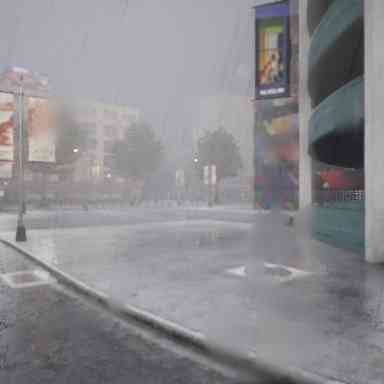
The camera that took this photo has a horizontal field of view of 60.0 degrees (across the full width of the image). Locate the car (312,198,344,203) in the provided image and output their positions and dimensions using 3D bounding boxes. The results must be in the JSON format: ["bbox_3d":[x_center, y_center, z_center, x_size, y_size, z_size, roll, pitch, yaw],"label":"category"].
[{"bbox_3d":[15.983,1.505,40.249,4.674,1.452,2.002,0,0,-39],"label":"car"}]

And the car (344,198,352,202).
[{"bbox_3d":[22.954,1.645,51.072,4.786,1.482,2.161,0,0,-39],"label":"car"}]
